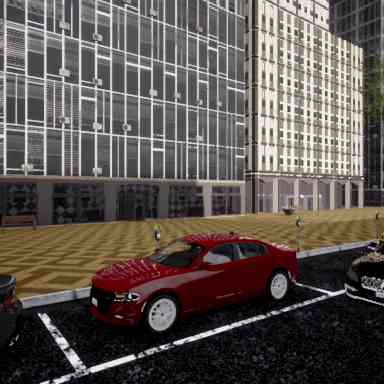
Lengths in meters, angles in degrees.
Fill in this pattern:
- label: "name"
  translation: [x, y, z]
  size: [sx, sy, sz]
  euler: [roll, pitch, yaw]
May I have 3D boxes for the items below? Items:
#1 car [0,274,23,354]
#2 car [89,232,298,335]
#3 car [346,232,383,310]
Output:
- label: "car"
  translation: [-4.265, 1.551, 3.520]
  size: [4.403, 1.369, 2.008]
  euler: [0, 0, -35]
- label: "car"
  translation: [0.244, 1.545, 6.726]
  size: [4.507, 1.381, 1.887]
  euler: [0, 0, -35]
- label: "car"
  translation: [5.214, 1.506, 7.079]
  size: [4.892, 1.490, 1.837]
  euler: [0, 0, -35]
